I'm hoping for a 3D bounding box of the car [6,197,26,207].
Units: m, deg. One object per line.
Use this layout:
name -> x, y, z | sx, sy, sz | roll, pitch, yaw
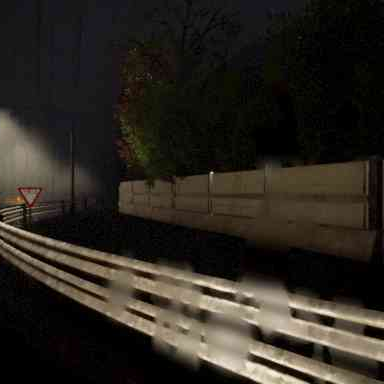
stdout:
car -> -27.814, 1.469, 52.773 | 1.882, 1.535, 5.008 | 0, 0, -11
